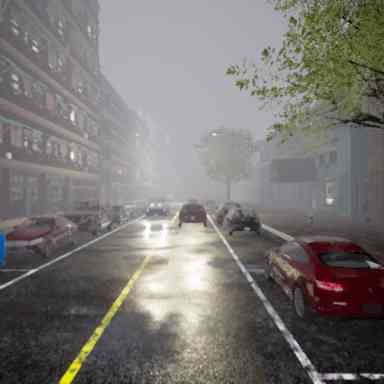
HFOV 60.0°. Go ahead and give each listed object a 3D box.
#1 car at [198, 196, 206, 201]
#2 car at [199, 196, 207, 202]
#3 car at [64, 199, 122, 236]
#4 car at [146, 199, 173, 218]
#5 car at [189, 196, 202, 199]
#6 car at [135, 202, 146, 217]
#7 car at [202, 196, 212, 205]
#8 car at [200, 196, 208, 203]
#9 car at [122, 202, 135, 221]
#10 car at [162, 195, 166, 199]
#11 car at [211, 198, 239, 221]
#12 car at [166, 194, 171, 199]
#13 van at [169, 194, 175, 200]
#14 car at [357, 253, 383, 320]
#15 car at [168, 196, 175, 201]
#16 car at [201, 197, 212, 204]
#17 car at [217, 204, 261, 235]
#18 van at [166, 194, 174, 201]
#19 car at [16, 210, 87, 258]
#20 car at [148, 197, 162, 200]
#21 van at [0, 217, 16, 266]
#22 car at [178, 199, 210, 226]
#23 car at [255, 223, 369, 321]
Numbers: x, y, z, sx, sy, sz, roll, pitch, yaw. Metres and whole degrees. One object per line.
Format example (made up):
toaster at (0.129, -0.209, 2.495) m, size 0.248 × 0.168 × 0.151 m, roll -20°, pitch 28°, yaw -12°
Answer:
car at (2.694, 1.680, 86.781) m, size 1.947 × 1.339 × 4.313 m, roll 0°, pitch 0°, yaw 0°
car at (2.693, 1.644, 81.085) m, size 1.887 × 1.381 × 4.507 m, roll 0°, pitch 0°, yaw 0°
car at (-5.691, 1.320, 18.423) m, size 2.192 × 1.841 × 5.009 m, roll 0°, pitch 0°, yaw 0°
car at (-3.035, 1.616, 30.382) m, size 1.895 × 1.301 × 4.718 m, roll 0°, pitch 0°, yaw 1°
car at (0.100, 1.558, 45.307) m, size 1.812 × 1.442 × 4.674 m, roll 0°, pitch 0°, yaw 0°
car at (-5.690, 1.566, 29.817) m, size 2.008 × 1.369 × 4.403 m, roll 0°, pitch 0°, yaw 0°
car at (2.692, 1.593, 52.602) m, size 2.008 × 1.369 × 4.403 m, roll 0°, pitch 0°, yaw 0°
car at (2.693, 1.667, 75.387) m, size 1.802 × 1.307 × 4.206 m, roll 0°, pitch 0°, yaw 0°
car at (-5.690, 1.575, 24.121) m, size 1.947 × 1.339 × 4.313 m, roll 0°, pitch 0°, yaw 0°
car at (-5.688, 1.587, 52.605) m, size 1.887 × 1.381 × 4.507 m, roll 0°, pitch 0°, yaw 0°
car at (2.690, 1.449, 24.118) m, size 1.967 × 1.590 × 4.097 m, roll 0°, pitch 0°, yaw 0°
car at (-5.688, 1.628, 63.997) m, size 1.947 × 1.339 × 4.313 m, roll 0°, pitch 0°, yaw 0°
van at (-5.688, 1.441, 81.089) m, size 1.690 × 1.788 × 3.998 m, roll 0°, pitch 0°, yaw 0°
car at (2.689, 1.440, 1.330) m, size 1.967 × 1.590 × 4.097 m, roll 0°, pitch 0°, yaw 0°
car at (-5.686, 1.711, 92.482) m, size 1.802 × 1.307 × 4.206 m, roll 0°, pitch 0°, yaw 0°
car at (2.693, 1.606, 63.994) m, size 1.887 × 1.381 × 4.507 m, roll 0°, pitch 0°, yaw 0°
car at (2.690, 1.555, 18.421) m, size 2.008 × 1.369 × 4.403 m, roll 0°, pitch 0°, yaw 0°
van at (-5.688, 1.456, 86.785) m, size 1.690 × 1.788 × 3.998 m, roll 0°, pitch 0°, yaw 0°
car at (-5.691, 1.584, 12.727) m, size 1.802 × 1.307 × 4.206 m, roll 0°, pitch 0°, yaw 0°
car at (-5.689, 1.560, 46.738) m, size 1.752 × 1.417 × 4.829 m, roll 0°, pitch 0°, yaw 0°
van at (-5.691, 1.342, 7.030) m, size 1.690 × 1.788 × 3.998 m, roll 0°, pitch 0°, yaw 0°
car at (0.065, 1.486, 23.372) m, size 1.882 × 1.535 × 5.008 m, roll 0°, pitch 0°, yaw 0°
car at (2.690, 1.582, 7.028) m, size 1.802 × 1.307 × 4.206 m, roll 0°, pitch 0°, yaw 0°
